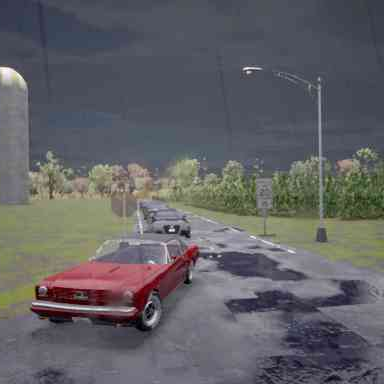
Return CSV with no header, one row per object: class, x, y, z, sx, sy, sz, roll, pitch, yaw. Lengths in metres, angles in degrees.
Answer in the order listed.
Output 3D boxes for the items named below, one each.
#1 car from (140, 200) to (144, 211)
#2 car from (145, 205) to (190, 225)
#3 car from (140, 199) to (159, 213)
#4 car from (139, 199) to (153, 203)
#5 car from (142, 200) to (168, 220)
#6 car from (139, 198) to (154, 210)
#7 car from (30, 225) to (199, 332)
car,-3.333,1.699,29.862,1.994,1.385,4.181,-1,0,-10
car,-1.295,1.648,17.789,1.994,1.385,4.181,-1,0,-10
car,-5.497,1.680,42.084,2.128,1.511,4.902,-1,0,-10
car,-4.357,1.708,35.729,2.033,1.411,5.357,-1,0,-10
car,-2.235,1.599,23.438,2.128,1.511,4.902,-1,0,-10
car,-6.608,1.693,48.172,1.882,1.535,5.008,-1,0,-10
car,-1.193,1.653,7.193,1.895,1.301,4.718,0,0,13
